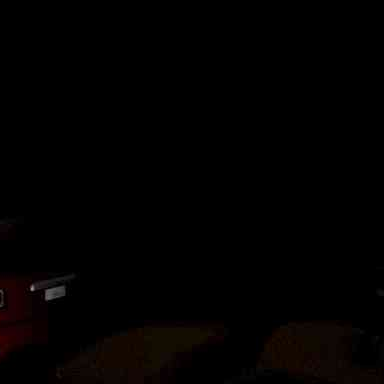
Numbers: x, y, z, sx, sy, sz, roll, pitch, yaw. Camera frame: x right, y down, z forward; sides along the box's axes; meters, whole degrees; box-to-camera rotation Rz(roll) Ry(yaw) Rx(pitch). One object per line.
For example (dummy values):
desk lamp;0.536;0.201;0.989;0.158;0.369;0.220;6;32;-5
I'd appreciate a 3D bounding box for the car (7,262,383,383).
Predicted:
car;0.888;1.523;2.223;4.829;1.417;1.752;0;0;35

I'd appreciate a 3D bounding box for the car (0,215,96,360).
car;-3.600;1.295;5.407;5.009;1.841;2.192;0;0;35
